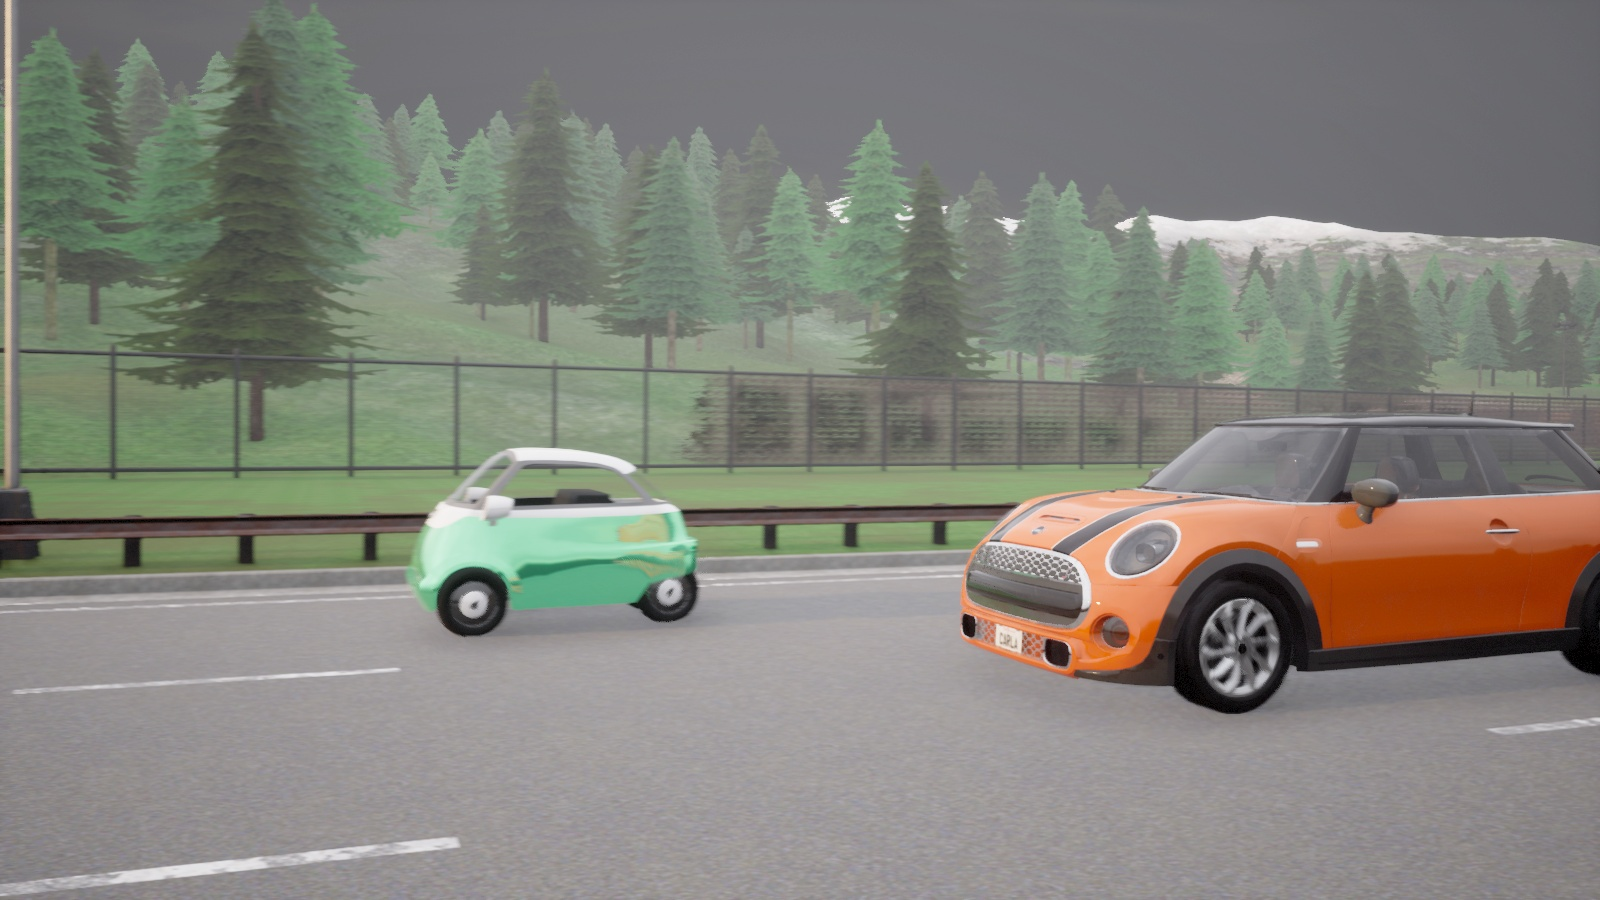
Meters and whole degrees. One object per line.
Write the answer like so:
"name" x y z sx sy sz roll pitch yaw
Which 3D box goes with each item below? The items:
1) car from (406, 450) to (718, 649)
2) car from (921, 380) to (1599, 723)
"car" -1.928 0.704 9.995 2.207 1.376 1.481 -1 1 -21
"car" 3.324 0.469 8.243 4.553 1.767 2.097 -1 1 -21
